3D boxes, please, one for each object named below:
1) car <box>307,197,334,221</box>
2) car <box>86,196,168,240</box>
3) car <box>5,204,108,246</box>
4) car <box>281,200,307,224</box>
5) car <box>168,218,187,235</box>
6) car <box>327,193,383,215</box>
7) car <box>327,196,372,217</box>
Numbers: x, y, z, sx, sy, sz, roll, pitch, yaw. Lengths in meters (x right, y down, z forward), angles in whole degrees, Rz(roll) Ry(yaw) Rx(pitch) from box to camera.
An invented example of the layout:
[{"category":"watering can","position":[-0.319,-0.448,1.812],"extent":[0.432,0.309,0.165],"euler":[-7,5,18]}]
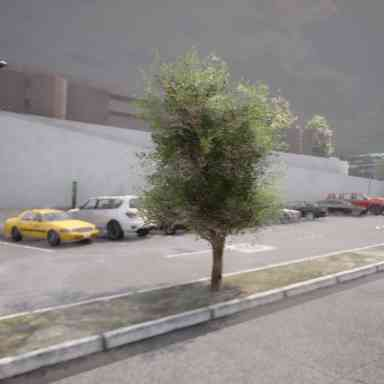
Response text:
[{"category":"car","position":[7.957,1.396,25.899],"extent":[5.008,1.535,2.097],"euler":[-1,0,35]},{"category":"car","position":[-4.301,1.237,17.210],"extent":[5.566,2.045,2.435],"euler":[-1,-1,35]},{"category":"car","position":[-6.568,1.487,15.349],"extent":[5.366,1.575,1.946],"euler":[-1,-1,35]},{"category":"car","position":[5.508,1.462,24.166],"extent":[4.674,1.452,2.002],"euler":[-1,-1,35]},{"category":"car","position":[-1.856,1.508,18.949],"extent":[4.792,1.488,2.163],"euler":[-1,0,35]},{"category":"car","position":[15.310,1.062,31.120],"extent":[5.566,2.045,2.435],"euler":[-1,-1,35]},{"category":"car","position":[12.869,1.368,29.374],"extent":[4.792,1.488,2.163],"euler":[-1,-1,35]}]
